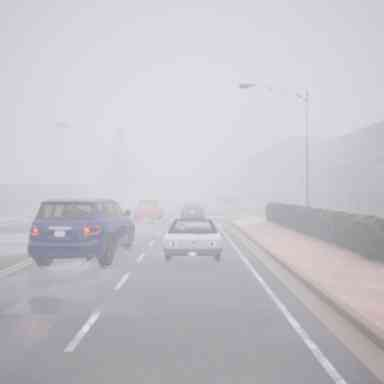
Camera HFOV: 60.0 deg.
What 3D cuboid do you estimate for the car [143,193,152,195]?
[{"bbox_3d":[-10.130,1.205,74.786,2.150,2.045,5.566,0,0,1],"label":"car"}]

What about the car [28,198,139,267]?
[{"bbox_3d":[-3.470,1.216,11.477,2.150,2.045,5.566,0,0,1],"label":"car"}]

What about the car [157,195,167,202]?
[{"bbox_3d":[-6.635,1.504,74.235,1.812,1.442,4.674,0,0,1],"label":"car"}]

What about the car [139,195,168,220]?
[{"bbox_3d":[-3.450,1.344,27.918,2.097,1.767,4.553,0,0,0],"label":"car"}]

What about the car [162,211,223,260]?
[{"bbox_3d":[0.040,1.598,12.338,1.895,1.301,4.718,0,0,1],"label":"car"}]

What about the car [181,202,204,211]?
[{"bbox_3d":[0.053,1.557,28.244,1.994,1.385,4.181,0,0,1],"label":"car"}]
